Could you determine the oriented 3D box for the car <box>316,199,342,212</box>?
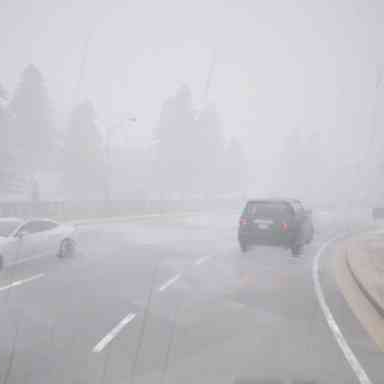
[{"bbox_3d":[17.595,1.715,42.939,4.892,1.490,1.837,1,0,-39],"label":"car"}]

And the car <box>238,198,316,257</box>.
[{"bbox_3d":[3.576,1.267,13.642,2.150,2.045,5.566,0,0,26],"label":"car"}]

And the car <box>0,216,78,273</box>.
[{"bbox_3d":[-5.343,1.478,9.975,1.812,1.442,4.674,0,0,17],"label":"car"}]

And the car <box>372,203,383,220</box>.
[{"bbox_3d":[17.564,1.675,29.056,5.008,1.535,1.882,1,0,-40],"label":"car"}]
